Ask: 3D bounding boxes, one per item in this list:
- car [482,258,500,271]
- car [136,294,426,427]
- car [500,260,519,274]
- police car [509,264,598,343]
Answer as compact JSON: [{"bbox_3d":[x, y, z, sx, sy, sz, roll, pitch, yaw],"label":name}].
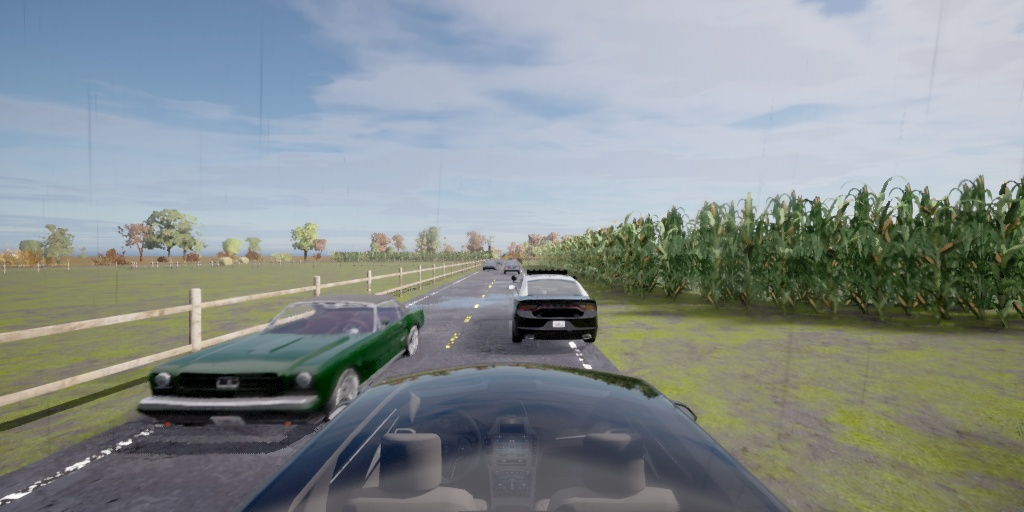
[{"bbox_3d":[-2.975,1.298,49.015,2.033,1.411,5.357,0,0,0],"label":"car"},{"bbox_3d":[-2.862,1.350,5.810,1.895,1.301,4.718,0,0,0],"label":"car"},{"bbox_3d":[-0.017,1.298,40.681,2.033,1.411,5.357,0,0,0],"label":"car"},{"bbox_3d":[0.942,1.175,9.840,1.930,1.638,5.238,0,0,0],"label":"police car"}]
